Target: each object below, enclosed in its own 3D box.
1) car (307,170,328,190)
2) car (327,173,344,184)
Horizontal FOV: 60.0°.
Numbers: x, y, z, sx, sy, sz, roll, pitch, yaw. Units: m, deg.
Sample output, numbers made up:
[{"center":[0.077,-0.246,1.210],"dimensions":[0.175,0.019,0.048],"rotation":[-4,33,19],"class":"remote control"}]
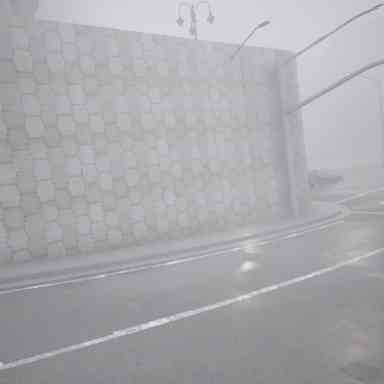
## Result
[{"center":[8.604,-0.788,28.757],"dimensions":[2.128,1.511,4.902],"rotation":[-11,7,-35],"class":"car"},{"center":[11.224,-1.294,31.051],"dimensions":[2.033,1.411,5.357],"rotation":[-11,6,-35],"class":"car"}]
